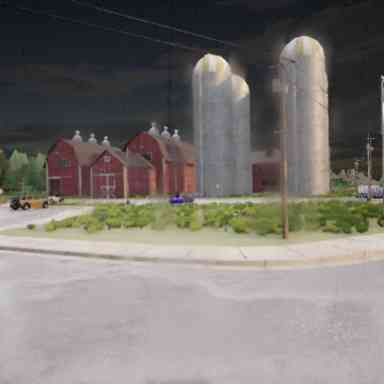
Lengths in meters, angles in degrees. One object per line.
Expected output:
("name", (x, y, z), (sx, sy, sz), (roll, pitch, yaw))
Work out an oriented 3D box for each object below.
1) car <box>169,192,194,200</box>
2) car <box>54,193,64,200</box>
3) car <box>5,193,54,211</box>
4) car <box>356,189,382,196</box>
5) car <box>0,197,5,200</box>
("car", (-1.388, 0.876, 46.689), (2.242, 1.667, 4.611), (-1, 1, 24))
("car", (-23.508, 1.058, 56.519), (1.905, 1.878, 3.866), (-1, 1, 24))
("car", (-19.577, 1.217, 40.270), (1.932, 1.855, 4.605), (-1, 1, 24))
("car", (24.242, 0.351, 43.882), (4.902, 1.511, 2.128), (-1, 1, 34))
("car", (-36.053, 1.458, 61.480), (1.816, 1.474, 4.193), (-1, 1, 24))
